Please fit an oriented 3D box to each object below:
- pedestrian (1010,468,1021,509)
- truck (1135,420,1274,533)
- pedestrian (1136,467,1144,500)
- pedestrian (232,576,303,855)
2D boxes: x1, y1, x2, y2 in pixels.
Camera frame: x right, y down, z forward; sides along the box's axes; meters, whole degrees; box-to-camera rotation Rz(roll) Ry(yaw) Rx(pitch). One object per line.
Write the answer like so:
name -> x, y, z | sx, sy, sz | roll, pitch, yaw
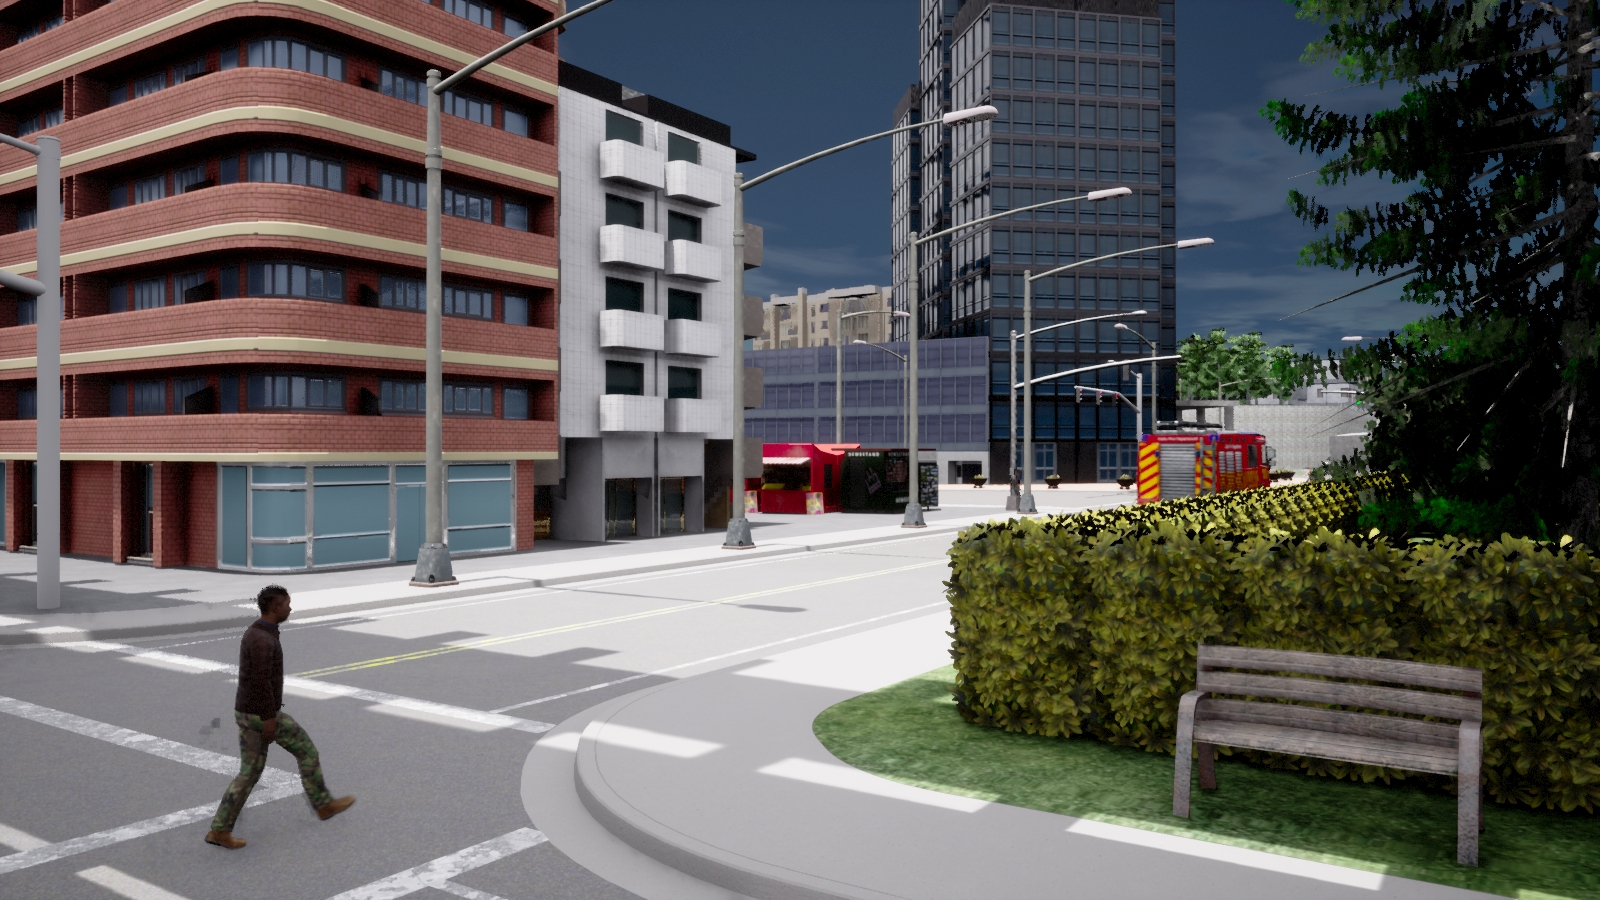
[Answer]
pedestrian -> 9.790, 1.735, 51.910 | 0.375, 1.860, 0.375 | 0, 0, 41
truck -> 15.376, 0.891, 43.005 | 2.891, 3.827, 8.468 | 0, 0, 34
pedestrian -> 19.356, 1.894, 65.070 | 0.375, 1.860, 0.375 | 0, 0, 34
pedestrian -> -3.770, 1.848, 8.093 | 0.375, 1.860, 0.375 | 0, 0, -39
